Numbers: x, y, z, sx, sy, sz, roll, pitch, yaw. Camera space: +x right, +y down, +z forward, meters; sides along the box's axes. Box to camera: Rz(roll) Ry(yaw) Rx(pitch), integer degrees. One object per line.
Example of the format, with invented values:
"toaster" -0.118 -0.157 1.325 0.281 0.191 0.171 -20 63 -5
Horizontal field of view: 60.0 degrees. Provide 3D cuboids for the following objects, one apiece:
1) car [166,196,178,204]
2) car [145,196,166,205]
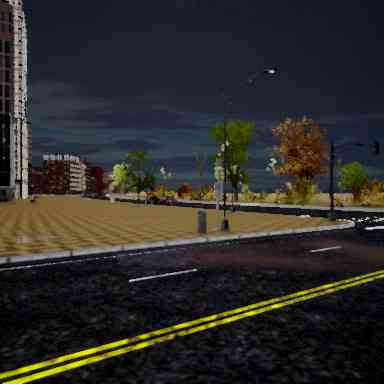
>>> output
"car" -4.545 1.523 64.724 2.097 1.767 4.553 0 0 -29
"car" -7.374 1.642 63.124 1.882 1.535 5.008 0 0 -29
